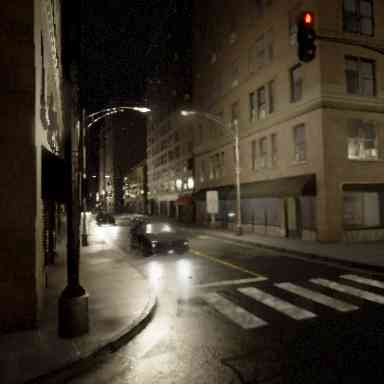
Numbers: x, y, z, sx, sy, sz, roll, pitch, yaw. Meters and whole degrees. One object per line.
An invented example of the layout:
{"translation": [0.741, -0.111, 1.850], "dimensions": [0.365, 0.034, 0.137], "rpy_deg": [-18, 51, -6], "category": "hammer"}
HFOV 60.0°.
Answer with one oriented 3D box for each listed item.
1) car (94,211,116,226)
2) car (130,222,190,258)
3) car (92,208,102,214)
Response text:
{"translation": [-10.075, 3.212, 38.863], "dimensions": [1.895, 1.301, 4.718], "rpy_deg": [-1, -2, -20], "category": "car"}
{"translation": [-1.780, 2.162, 16.088], "dimensions": [2.033, 1.411, 5.357], "rpy_deg": [-1, -2, -20], "category": "car"}
{"translation": [-25.615, 5.141, 90.303], "dimensions": [2.097, 1.767, 4.553], "rpy_deg": [-1, -2, -20], "category": "car"}
